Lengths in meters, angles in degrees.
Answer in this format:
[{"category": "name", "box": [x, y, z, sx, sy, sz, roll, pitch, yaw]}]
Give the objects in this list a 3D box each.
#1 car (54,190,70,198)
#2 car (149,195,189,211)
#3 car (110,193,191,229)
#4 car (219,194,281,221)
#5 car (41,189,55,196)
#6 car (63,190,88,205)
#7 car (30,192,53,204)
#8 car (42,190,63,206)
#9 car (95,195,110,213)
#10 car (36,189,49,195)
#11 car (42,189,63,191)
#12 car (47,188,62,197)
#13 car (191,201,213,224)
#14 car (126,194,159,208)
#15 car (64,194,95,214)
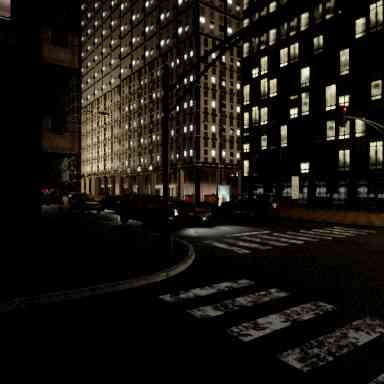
[{"category": "car", "box": [-25.266, 0.309, 64.641, 1.887, 1.381, 4.507, 1, 0, -36]}, {"category": "car", "box": [-2.388, 1.070, 33.266, 1.947, 1.339, 4.313, 1, 0, -36]}, {"category": "car", "box": [-2.579, 1.008, 19.315, 2.192, 1.841, 5.009, 2, 0, -36]}, {"category": "car", "box": [4.155, 1.027, 24.301, 2.192, 1.841, 5.009, 1, 0, -36]}, {"category": "car", "box": [-31.802, 0.096, 73.605, 1.887, 1.381, 4.507, 1, 0, -36]}, {"category": "car", "box": [-12.328, 0.813, 37.064, 2.128, 1.511, 4.902, 0, 1, -36]}, {"category": "car", "box": [-18.925, 0.752, 41.720, 1.802, 1.307, 4.206, 2, 0, -36]}, {"category": "car", "box": [-15.657, 0.827, 37.240, 2.008, 1.369, 4.403, 2, 0, -36]}, {"category": "car", "box": [-6.435, 0.988, 28.966, 1.882, 1.535, 5.008, 0, 1, -36]}, {"category": "car", "box": [-35.071, -0.011, 78.087, 1.887, 1.381, 4.507, 1, 0, -36]}, {"category": "car", "box": [-25.545, 0.382, 60.600, 1.994, 1.385, 4.181, 0, 1, -36]}, {"category": "car", "box": [-28.531, 0.099, 69.122, 1.967, 1.590, 4.097, 1, 0, -36]}, {"category": "car", "box": [-0.655, 1.220, 21.040, 1.812, 1.442, 4.674, 0, 1, -36]}, {"category": "car", "box": [-5.657, 0.966, 37.748, 1.947, 1.339, 4.313, 1, 0, -36]}, {"category": "car", "box": [-9.122, 1.067, 28.278, 1.802, 1.307, 4.206, 2, 0, -36]}]
